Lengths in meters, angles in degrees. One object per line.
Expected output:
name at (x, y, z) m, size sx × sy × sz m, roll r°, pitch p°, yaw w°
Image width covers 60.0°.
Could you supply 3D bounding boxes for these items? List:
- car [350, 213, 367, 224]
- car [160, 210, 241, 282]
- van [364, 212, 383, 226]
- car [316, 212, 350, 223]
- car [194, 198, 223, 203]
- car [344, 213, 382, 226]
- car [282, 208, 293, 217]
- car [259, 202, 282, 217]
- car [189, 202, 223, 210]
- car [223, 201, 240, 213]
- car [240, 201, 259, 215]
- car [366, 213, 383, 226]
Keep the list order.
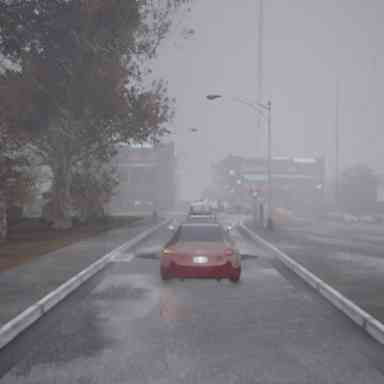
car at (25.279, 4.253, 54.371) m, size 2.002 × 1.452 × 4.674 m, roll 7°, pitch -3°, yaw -30°
car at (0.241, 1.464, 9.527) m, size 1.994 × 1.385 × 4.181 m, roll 0°, pitch 1°, yaw 1°
van at (31.298, 4.552, 55.311) m, size 1.878 × 1.987 × 4.442 m, roll 7°, pitch -3°, yaw -30°
car at (22.312, 3.970, 53.836) m, size 2.002 × 1.452 × 4.674 m, roll 6°, pitch -3°, yaw -30°
car at (1.680, 1.866, 49.963) m, size 2.435 × 2.045 × 5.566 m, roll 1°, pitch -2°, yaw -30°
car at (28.157, 4.491, 55.046) m, size 1.946 × 1.575 × 5.366 m, roll 6°, pitch -3°, yaw -30°
car at (13.348, 3.082, 52.394) m, size 1.946 × 1.575 × 5.366 m, roll 6°, pitch -3°, yaw -30°
car at (10.520, 2.554, 51.671) m, size 2.435 × 2.045 × 5.566 m, roll 7°, pitch -3°, yaw -31°
car at (0.629, 1.584, 20.640) m, size 2.128 × 1.511 × 4.902 m, roll 0°, pitch -1°, yaw 3°
car at (4.556, 2.151, 50.573) m, size 2.185 × 1.767 × 4.553 m, roll 4°, pitch -3°, yaw -31°
car at (7.526, 2.394, 51.093) m, size 2.185 × 1.767 × 4.553 m, roll 6°, pitch -3°, yaw -31°
car at (29.338, 4.437, 49.766) m, size 4.902 × 1.511 × 2.128 m, roll 6°, pitch -2°, yaw -10°
